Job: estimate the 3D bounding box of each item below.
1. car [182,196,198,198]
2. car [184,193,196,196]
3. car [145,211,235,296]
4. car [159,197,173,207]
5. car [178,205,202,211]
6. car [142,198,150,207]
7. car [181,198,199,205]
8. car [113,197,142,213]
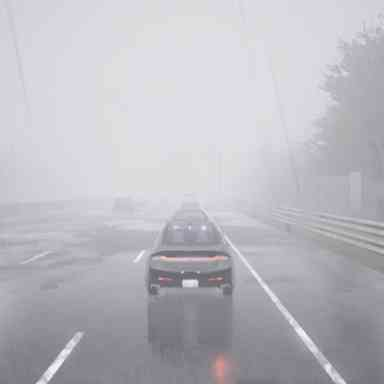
[{"bbox_3d":[-0.171,1.507,37.126,1.994,1.385,4.181,0,0,0],"label":"car"},{"bbox_3d":[-0.268,1.148,47.789,2.150,2.045,5.566,0,0,0],"label":"car"},{"bbox_3d":[-0.044,1.478,8.601,2.128,1.511,4.902,0,0,0],"label":"car"},{"bbox_3d":[-3.772,1.472,48.498,2.033,1.411,5.357,0,0,0],"label":"car"},{"bbox_3d":[-0.104,1.575,16.991,1.895,1.301,4.718,0,0,0],"label":"car"},{"bbox_3d":[-7.259,1.527,47.863,1.895,1.301,4.718,0,0,0],"label":"car"},{"bbox_3d":[-0.185,1.506,26.833,2.033,1.411,5.357,0,0,-1],"label":"car"},{"bbox_3d":[-7.163,1.296,36.359,2.097,1.767,4.553,0,0,-1],"label":"car"}]
